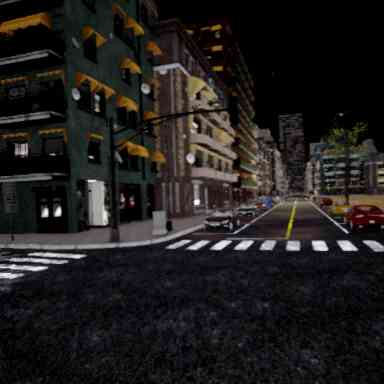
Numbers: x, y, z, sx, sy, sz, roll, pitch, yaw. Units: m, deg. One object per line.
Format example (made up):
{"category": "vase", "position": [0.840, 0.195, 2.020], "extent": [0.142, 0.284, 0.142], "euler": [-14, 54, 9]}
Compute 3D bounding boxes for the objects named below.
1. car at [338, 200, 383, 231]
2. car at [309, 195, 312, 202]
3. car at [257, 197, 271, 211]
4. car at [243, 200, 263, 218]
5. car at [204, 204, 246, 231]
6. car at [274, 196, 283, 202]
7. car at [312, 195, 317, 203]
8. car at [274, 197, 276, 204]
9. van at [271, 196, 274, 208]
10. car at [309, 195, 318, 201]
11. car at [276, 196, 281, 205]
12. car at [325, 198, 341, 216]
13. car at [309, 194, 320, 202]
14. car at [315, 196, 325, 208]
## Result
{"category": "car", "position": [9.989, 1.399, 19.351], "extent": [1.887, 1.381, 4.507], "euler": [-2, -1, 18]}
{"category": "car", "position": [25.112, 1.447, 66.793], "extent": [1.887, 1.381, 4.507], "euler": [-3, -1, 18]}
{"category": "car", "position": [8.729, 1.659, 42.981], "extent": [1.967, 1.590, 4.097], "euler": [-3, -1, 18]}
{"category": "car", "position": [5.372, 1.760, 32.437], "extent": [2.008, 1.369, 4.403], "euler": [-3, -1, 18]}
{"category": "car", "position": [2.012, 1.753, 21.893], "extent": [2.008, 1.369, 4.403], "euler": [-2, -1, 18]}
{"category": "car", "position": [22.175, 1.829, 85.150], "extent": [2.008, 1.369, 4.403], "euler": [-3, -1, 18]}
{"category": "car", "position": [21.802, 1.413, 56.413], "extent": [1.752, 1.417, 4.829], "euler": [-3, -1, 18]}
{"category": "car", "position": [12.095, 1.811, 53.521], "extent": [1.802, 1.307, 4.206], "euler": [-3, -1, 18]}
{"category": "van", "position": [10.405, 1.565, 48.254], "extent": [1.690, 1.788, 3.998], "euler": [-3, -1, 18]}
{"category": "car", "position": [30.153, 1.480, 82.606], "extent": [2.008, 1.369, 4.403], "euler": [-3, -1, 18]}
{"category": "car", "position": [15.450, 1.683, 64.066], "extent": [1.967, 1.590, 4.097], "euler": [-3, -1, 18]}
{"category": "car", "position": [13.400, 1.386, 30.056], "extent": [1.752, 1.417, 4.829], "euler": [-3, -1, 18]}
{"category": "car", "position": [28.468, 1.360, 77.336], "extent": [1.967, 1.590, 4.097], "euler": [-3, -1, 18]}
{"category": "car", "position": [18.392, 1.458, 45.707], "extent": [1.802, 1.307, 4.206], "euler": [-3, -1, 18]}
